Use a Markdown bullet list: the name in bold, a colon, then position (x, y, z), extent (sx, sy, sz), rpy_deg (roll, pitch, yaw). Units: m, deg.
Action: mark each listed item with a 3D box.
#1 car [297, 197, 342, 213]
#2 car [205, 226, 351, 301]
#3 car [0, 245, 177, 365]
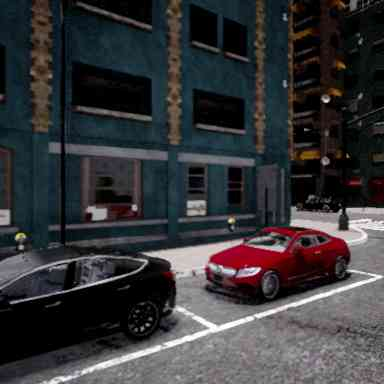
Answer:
- **car**: position (11.934, 1.163, 31.159), extent (1.947, 1.339, 4.313), rpy_deg (1, 0, -36)
- **car**: position (2.258, 1.538, 8.163), extent (4.206, 1.307, 1.802), rpy_deg (0, 1, -36)
- **car**: position (-2.238, 1.559, 4.955), extent (4.313, 1.339, 1.947), rpy_deg (0, 1, -36)
